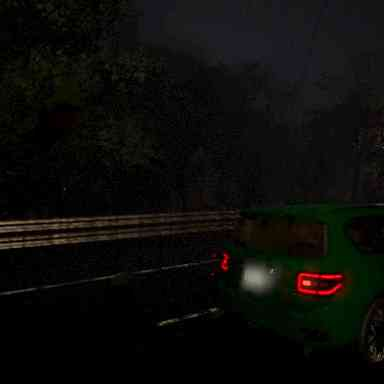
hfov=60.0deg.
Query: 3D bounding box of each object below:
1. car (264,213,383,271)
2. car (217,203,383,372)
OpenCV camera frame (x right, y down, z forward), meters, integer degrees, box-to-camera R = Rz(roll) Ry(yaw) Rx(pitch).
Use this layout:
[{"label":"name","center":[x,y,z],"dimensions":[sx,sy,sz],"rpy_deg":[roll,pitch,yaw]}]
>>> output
[{"label":"car","center":[4.674,1.549,11.441],"dimensions":[4.181,1.385,1.994],"rpy_deg":[0,0,-36]},{"label":"car","center":[2.992,1.213,5.906],"dimensions":[5.566,2.045,2.150],"rpy_deg":[0,0,-36]}]
